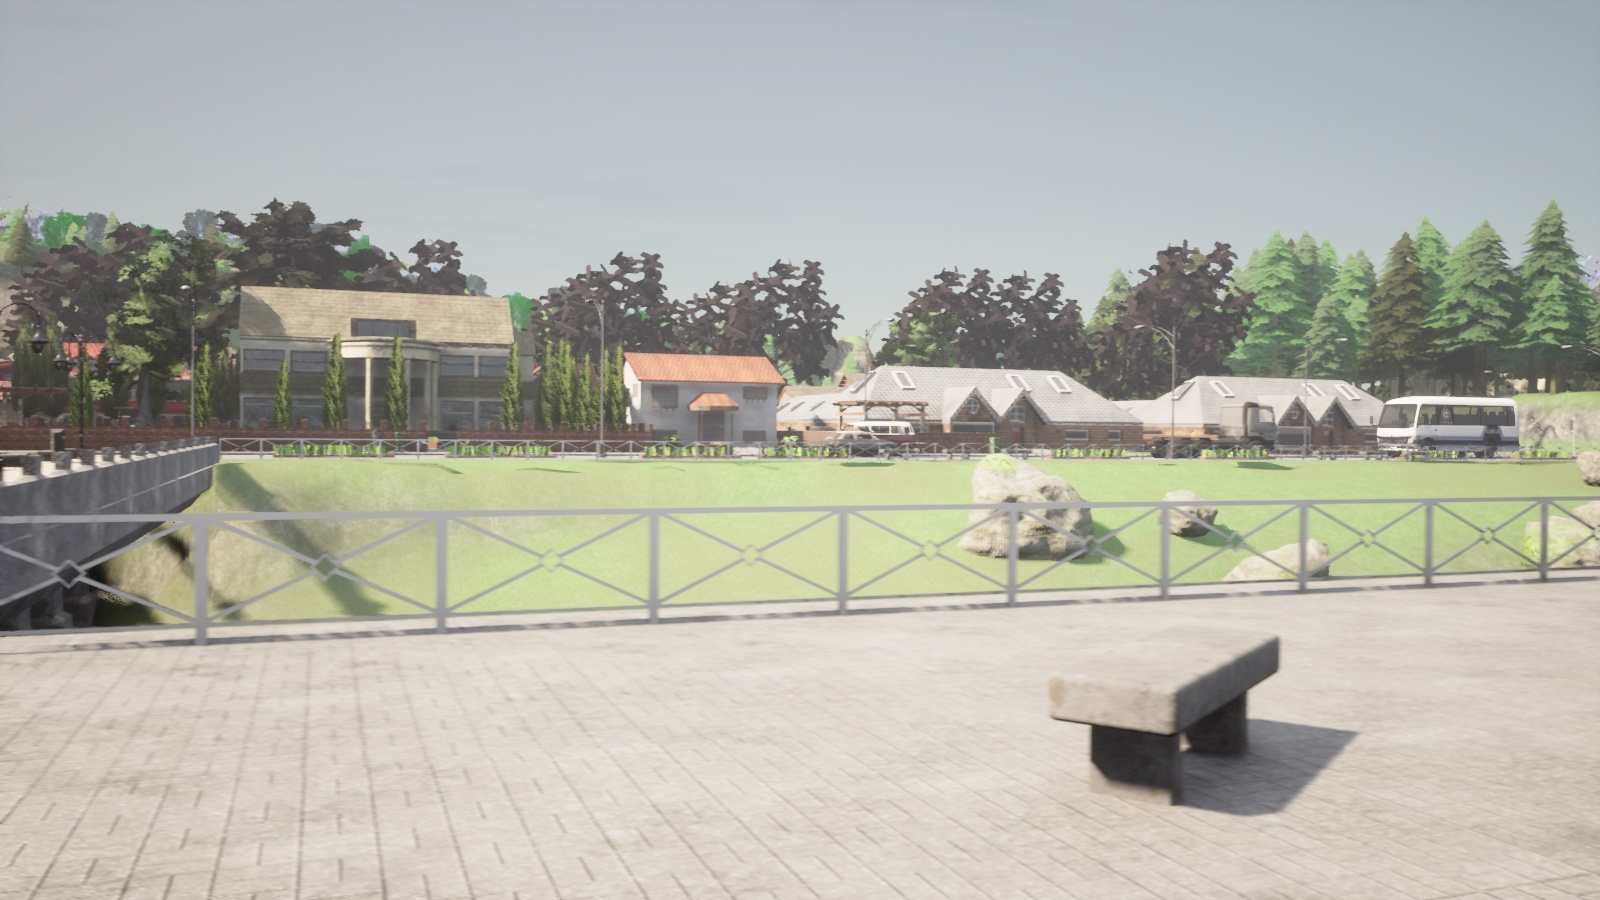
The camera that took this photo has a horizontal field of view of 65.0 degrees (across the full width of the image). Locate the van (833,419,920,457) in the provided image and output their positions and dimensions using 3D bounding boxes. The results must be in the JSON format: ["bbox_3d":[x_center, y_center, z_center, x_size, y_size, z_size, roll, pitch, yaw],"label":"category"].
[{"bbox_3d":[4.358,-0.698,71.402,4.480,2.038,2.069,-1,1,-21],"label":"van"}]

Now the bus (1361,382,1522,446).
[{"bbox_3d":[44.201,-2.488,86.523,10.273,4.253,3.944,-1,1,-21],"label":"bus"}]

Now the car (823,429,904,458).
[{"bbox_3d":[3.383,-0.369,66.756,3.806,1.475,1.970,-1,1,-21],"label":"car"}]

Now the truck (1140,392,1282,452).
[{"bbox_3d":[24.462,-1.681,74.752,7.936,3.462,2.891,-1,1,-21],"label":"truck"}]
